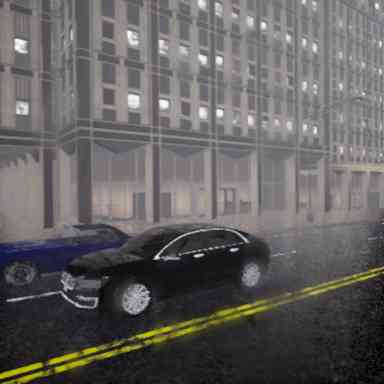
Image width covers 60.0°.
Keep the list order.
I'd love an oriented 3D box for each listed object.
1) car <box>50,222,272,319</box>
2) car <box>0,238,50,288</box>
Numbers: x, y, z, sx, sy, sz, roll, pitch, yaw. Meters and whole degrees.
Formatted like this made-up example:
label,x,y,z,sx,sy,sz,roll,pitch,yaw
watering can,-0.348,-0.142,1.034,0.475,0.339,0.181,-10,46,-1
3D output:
label,x,y,z,sx,sy,sz,roll,pitch,yaw
car,-0.318,1.491,7.451,4.892,1.490,1.837,0,0,-36
car,-3.255,1.591,9.348,4.718,1.301,1.895,0,0,-36
